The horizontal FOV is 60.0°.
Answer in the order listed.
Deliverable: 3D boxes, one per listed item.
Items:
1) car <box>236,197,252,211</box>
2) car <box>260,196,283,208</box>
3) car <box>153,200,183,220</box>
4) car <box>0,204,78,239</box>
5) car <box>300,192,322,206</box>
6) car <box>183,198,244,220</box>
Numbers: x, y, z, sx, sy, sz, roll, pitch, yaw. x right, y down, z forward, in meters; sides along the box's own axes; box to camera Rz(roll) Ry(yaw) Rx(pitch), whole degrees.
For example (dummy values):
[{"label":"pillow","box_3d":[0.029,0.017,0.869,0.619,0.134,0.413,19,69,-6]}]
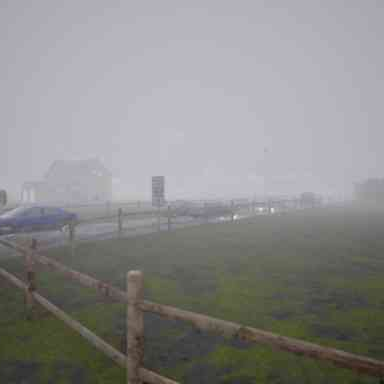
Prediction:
[{"label":"car","box_3d":[4.998,1.364,36.540,1.837,1.490,4.892,-1,0,34]},{"label":"car","box_3d":[10.914,1.314,45.154,1.837,1.490,4.892,-1,0,34]},{"label":"car","box_3d":[-1.169,1.398,27.524,2.128,1.511,4.902,-1,0,34]},{"label":"car","box_3d":[-8.442,1.438,17.367,1.882,1.535,5.008,-1,0,38]},{"label":"car","box_3d":[18.090,0.969,50.486,2.150,2.045,5.566,-1,0,34]},{"label":"car","box_3d":[1.838,1.426,26.740,2.033,1.411,5.357,-1,0,34]}]
